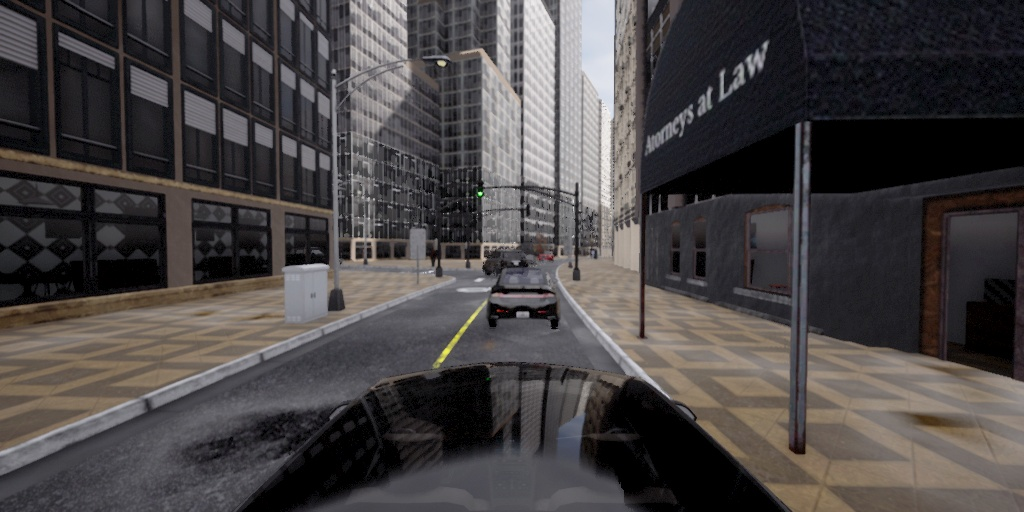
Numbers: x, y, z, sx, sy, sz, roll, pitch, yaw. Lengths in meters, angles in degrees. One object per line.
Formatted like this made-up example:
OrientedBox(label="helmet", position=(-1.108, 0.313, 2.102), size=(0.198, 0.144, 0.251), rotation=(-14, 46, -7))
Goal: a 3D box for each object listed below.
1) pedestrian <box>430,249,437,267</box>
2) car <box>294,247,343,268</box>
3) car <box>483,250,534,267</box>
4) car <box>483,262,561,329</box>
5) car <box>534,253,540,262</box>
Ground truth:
OrientedBox(label="pedestrian", position=(-7.825, 0.161, 35.680), size=(0.375, 1.860, 0.375), rotation=(1, 1, 20))
OrientedBox(label="car", position=(-18.399, 0.200, 33.275), size=(5.566, 2.045, 2.150), rotation=(1, 2, 20))
OrientedBox(label="car", position=(-0.553, 0.565, 26.575), size=(2.150, 2.045, 5.566), rotation=(0, 1, -18))
OrientedBox(label="car", position=(0.362, 1.095, 10.664), size=(2.128, 1.511, 4.902), rotation=(0, 1, 3))
OrientedBox(label="car", position=(2.257, 0.532, 49.689), size=(1.837, 1.490, 4.892), rotation=(0, 1, 12))
